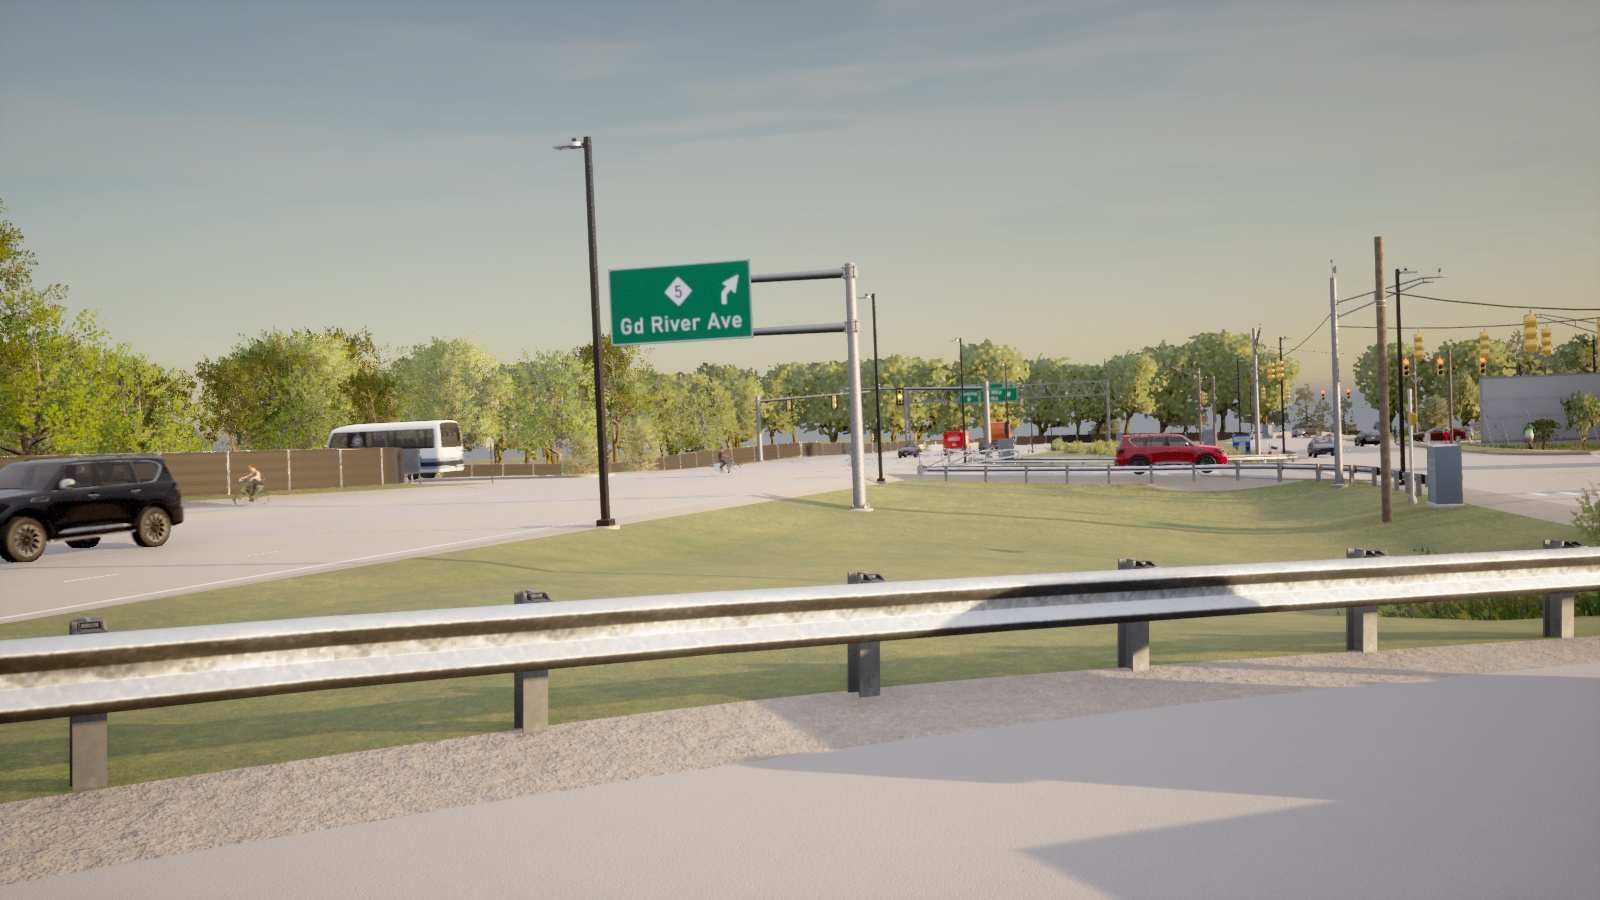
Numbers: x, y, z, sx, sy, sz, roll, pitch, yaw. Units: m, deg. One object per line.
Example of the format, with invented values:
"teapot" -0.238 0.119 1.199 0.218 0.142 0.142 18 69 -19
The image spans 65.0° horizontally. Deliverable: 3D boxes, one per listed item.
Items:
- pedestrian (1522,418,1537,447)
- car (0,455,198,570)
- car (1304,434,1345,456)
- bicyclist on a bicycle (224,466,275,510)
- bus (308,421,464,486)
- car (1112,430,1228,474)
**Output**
"pedestrian" 49.483 -1.188 85.177 0.659 1.952 0.873 -2 2 16
"car" -15.523 1.236 26.220 2.150 2.045 5.566 -2 0 15
"car" 37.890 -0.356 90.900 2.033 1.411 5.357 -2 1 16
"bicyclist on a bicycle" -21.303 1.455 48.614 0.866 1.612 1.509 -2 0 34
"bus" -30.637 0.271 93.032 10.273 4.253 3.944 -2 2 16
"car" 18.900 0.090 64.235 5.566 2.045 2.150 -2 0 17
